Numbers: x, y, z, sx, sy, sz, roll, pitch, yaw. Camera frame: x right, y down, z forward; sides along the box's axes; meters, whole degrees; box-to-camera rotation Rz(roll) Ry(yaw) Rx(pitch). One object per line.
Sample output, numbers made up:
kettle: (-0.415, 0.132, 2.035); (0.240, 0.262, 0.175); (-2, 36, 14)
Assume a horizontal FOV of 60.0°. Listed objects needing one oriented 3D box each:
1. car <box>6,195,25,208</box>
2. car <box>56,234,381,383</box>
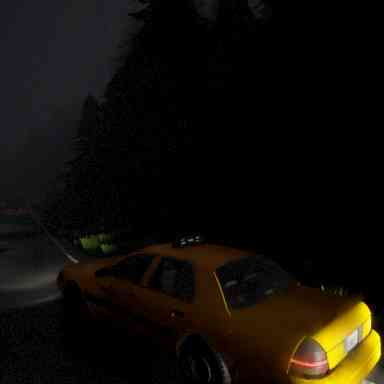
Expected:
car: (-21.198, 1.060, 40.012); (2.128, 1.511, 4.902); (-2, 2, -27)
car: (-0.254, 1.418, 5.071); (5.366, 1.575, 1.801); (1, 1, 44)
